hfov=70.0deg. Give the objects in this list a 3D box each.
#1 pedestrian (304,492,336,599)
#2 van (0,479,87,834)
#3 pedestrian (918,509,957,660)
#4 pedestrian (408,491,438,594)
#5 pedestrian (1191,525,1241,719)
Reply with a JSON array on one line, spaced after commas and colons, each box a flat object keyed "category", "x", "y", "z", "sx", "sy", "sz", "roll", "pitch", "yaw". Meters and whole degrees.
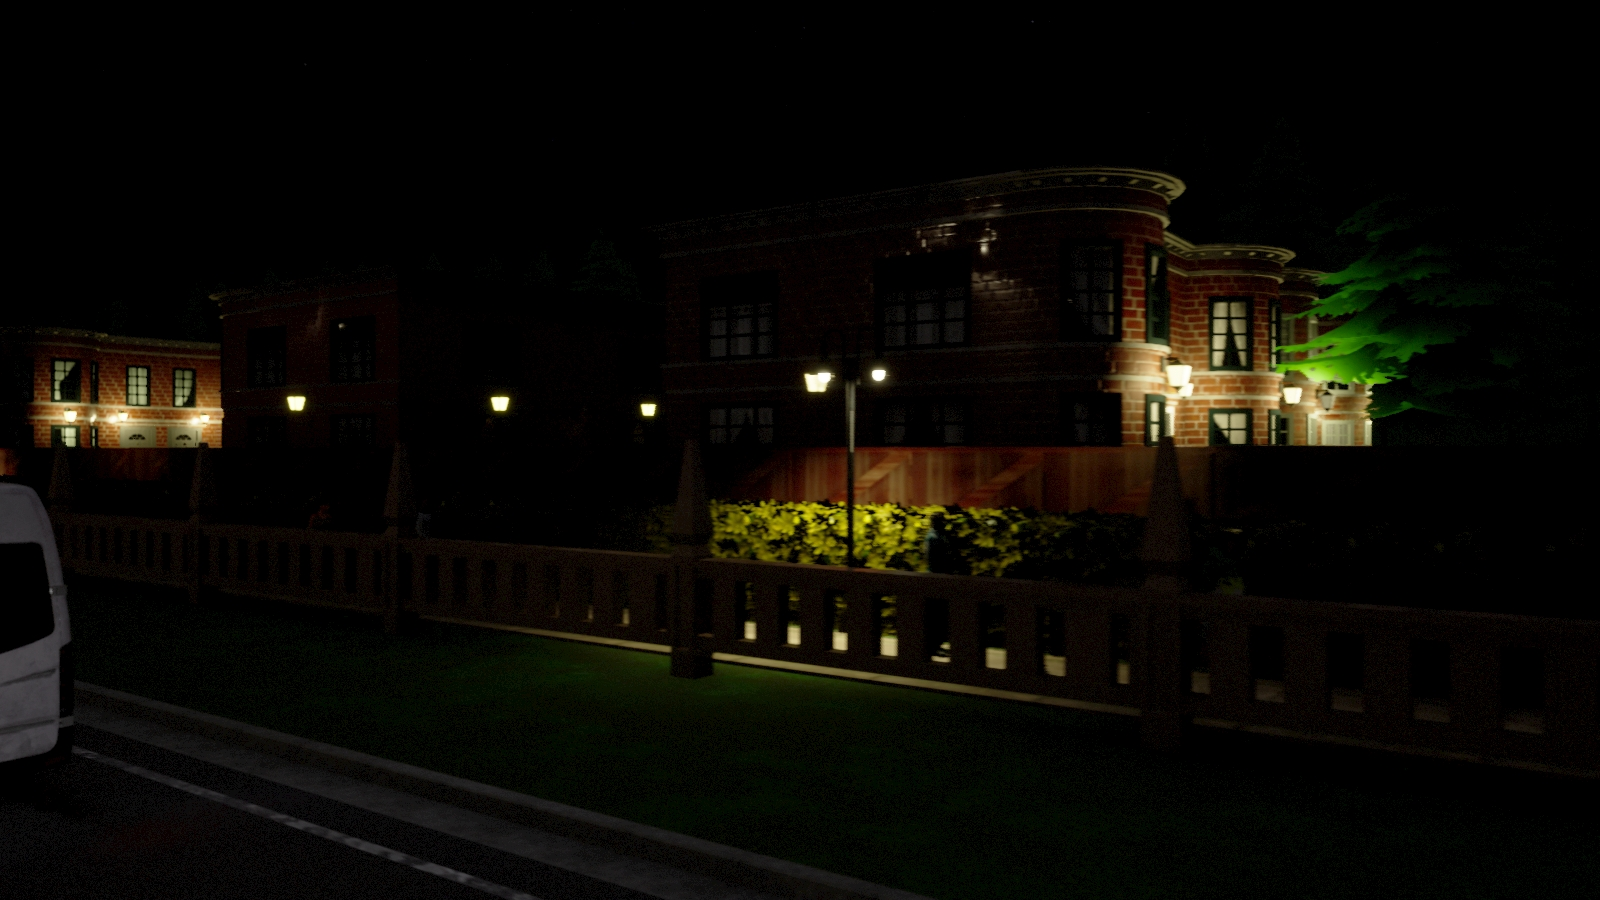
[{"category": "pedestrian", "x": -8.536, "y": 1.686, "z": 20.323, "sx": 0.375, "sy": 1.860, "sz": 0.375, "roll": 0, "pitch": 0, "yaw": 36}, {"category": "van", "x": -8.522, "y": 1.528, "z": 9.747, "sx": 5.915, "sy": 2.561, "sz": 1.988, "roll": 0, "pitch": 0, "yaw": 35}, {"category": "pedestrian", "x": 1.751, "y": 1.690, "z": 14.500, "sx": 0.375, "sy": 1.860, "sz": 0.375, "roll": 0, "pitch": 0, "yaw": 29}, {"category": "pedestrian", "x": -6.924, "y": 1.687, "z": 20.985, "sx": 0.375, "sy": 1.860, "sz": 0.375, "roll": 0, "pitch": 0, "yaw": 36}, {"category": "pedestrian", "x": 4.157, "y": 1.694, "z": 11.409, "sx": 0.375, "sy": 1.860, "sz": 0.375, "roll": 0, "pitch": 0, "yaw": 37}]
